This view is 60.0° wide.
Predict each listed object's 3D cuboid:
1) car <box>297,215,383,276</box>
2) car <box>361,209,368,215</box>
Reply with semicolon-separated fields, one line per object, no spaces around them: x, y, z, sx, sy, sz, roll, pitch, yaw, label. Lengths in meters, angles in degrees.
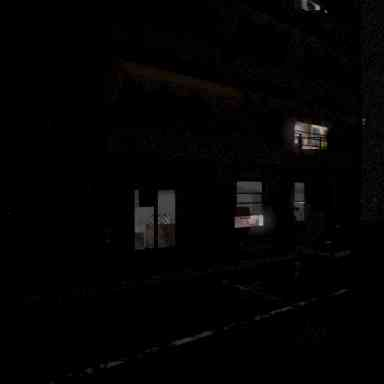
5.055;1.582;10.245;4.206;1.307;1.802;0;0;-36;car
15.357;1.934;34.127;1.895;1.301;4.718;0;-1;-36;car
